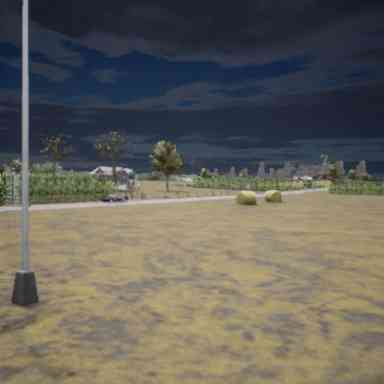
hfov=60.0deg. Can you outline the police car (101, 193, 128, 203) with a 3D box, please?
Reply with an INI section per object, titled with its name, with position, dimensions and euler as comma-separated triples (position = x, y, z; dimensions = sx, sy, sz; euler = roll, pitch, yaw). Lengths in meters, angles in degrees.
[police car]
position = -13.253, 0.997, 56.966
dimensions = 1.930, 1.638, 5.238
euler = 3, 2, 36
